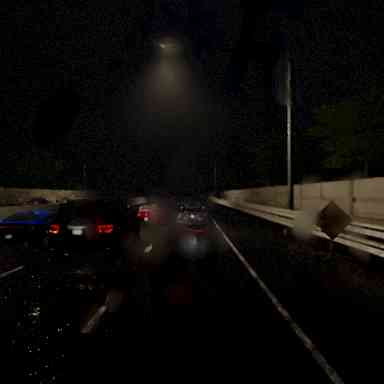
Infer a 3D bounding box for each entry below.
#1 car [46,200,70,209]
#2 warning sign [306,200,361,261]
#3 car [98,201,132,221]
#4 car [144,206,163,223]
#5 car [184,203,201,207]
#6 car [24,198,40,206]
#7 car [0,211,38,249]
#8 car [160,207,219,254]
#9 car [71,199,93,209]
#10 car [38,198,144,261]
[{"bbox_3d":[-21.071,1.945,52.538,1.895,1.301,4.718,0,0,0],"label":"car"},{"bbox_3d":[4.541,1.188,10.790,1.300,1.860,1.060,0,-1,0],"label":"warning sign"},{"bbox_3d":[-6.931,1.679,30.510,1.882,1.535,5.008,0,0,0],"label":"car"},{"bbox_3d":[-3.444,1.783,27.486,1.895,1.301,4.718,0,0,0],"label":"car"},{"bbox_3d":[0.064,1.699,29.063,1.837,1.490,4.892,0,0,0],"label":"car"},{"bbox_3d":[-24.567,1.697,52.680,2.097,1.767,4.553,0,0,0],"label":"car"},{"bbox_3d":[-6.930,1.578,15.109,1.882,1.535,5.008,0,-1,0],"label":"car"},{"bbox_3d":[0.067,1.585,13.919,2.128,1.511,4.902,0,0,0],"label":"car"},{"bbox_3d":[-17.573,1.855,53.406,1.837,1.490,4.892,0,0,0],"label":"car"},{"bbox_3d":[-3.438,1.307,12.706,2.150,2.045,5.566,0,0,0],"label":"car"}]
